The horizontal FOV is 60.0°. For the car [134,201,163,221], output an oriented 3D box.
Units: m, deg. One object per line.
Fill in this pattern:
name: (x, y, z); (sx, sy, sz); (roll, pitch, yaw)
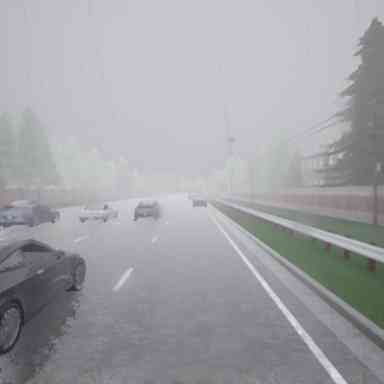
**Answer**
car: (-3.403, 1.428, 26.608); (2.128, 1.511, 4.902); (0, 0, 0)

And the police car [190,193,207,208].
police car: (1.056, 1.317, 45.374); (1.930, 1.638, 5.238); (0, 0, 0)

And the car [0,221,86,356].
car: (-3.421, 1.511, 5.900); (1.812, 1.442, 4.674); (0, 0, 0)

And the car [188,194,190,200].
car: (0.014, 1.148, 80.938); (2.128, 1.511, 4.902); (0, 0, 0)

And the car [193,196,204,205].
car: (1.058, 1.395, 55.264); (1.812, 1.442, 4.674); (0, 0, 0)

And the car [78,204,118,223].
car: (-6.905, 1.541, 25.002); (1.895, 1.301, 4.718); (0, 0, 0)

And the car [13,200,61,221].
car: (-10.413, 1.497, 21.531); (2.033, 1.411, 5.357); (0, 0, 0)

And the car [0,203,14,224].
car: (-6.914, 1.331, 8.541); (2.097, 1.767, 4.553); (0, 0, 0)
